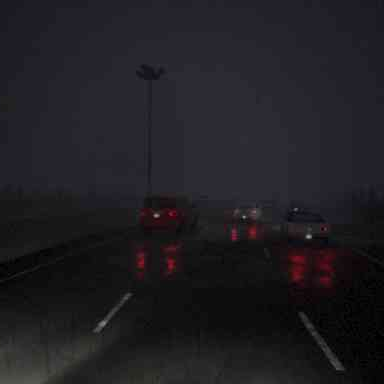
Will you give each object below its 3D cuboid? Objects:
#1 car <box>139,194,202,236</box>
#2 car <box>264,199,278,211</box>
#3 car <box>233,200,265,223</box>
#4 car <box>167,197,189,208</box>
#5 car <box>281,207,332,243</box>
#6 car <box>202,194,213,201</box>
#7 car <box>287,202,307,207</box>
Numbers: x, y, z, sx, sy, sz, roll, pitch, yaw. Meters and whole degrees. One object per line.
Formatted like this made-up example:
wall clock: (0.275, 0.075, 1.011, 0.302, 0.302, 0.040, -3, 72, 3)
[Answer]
car: (-1.160, 1.240, 18.806, 2.150, 2.045, 5.566, 0, 0, 12)
car: (9.621, 1.621, 41.713, 2.033, 1.411, 5.357, 0, 0, 19)
car: (4.378, 1.567, 25.895, 1.812, 1.442, 4.674, 0, 0, 17)
car: (-2.084, 1.584, 51.067, 1.812, 1.442, 4.674, 0, 0, 19)
car: (5.494, 1.635, 16.548, 1.895, 1.301, 4.718, 0, 0, 11)
car: (1.592, 1.343, 50.992, 2.150, 2.045, 5.566, 0, 0, 19)
car: (10.420, 1.630, 33.148, 1.994, 1.385, 4.181, 0, 0, 19)
